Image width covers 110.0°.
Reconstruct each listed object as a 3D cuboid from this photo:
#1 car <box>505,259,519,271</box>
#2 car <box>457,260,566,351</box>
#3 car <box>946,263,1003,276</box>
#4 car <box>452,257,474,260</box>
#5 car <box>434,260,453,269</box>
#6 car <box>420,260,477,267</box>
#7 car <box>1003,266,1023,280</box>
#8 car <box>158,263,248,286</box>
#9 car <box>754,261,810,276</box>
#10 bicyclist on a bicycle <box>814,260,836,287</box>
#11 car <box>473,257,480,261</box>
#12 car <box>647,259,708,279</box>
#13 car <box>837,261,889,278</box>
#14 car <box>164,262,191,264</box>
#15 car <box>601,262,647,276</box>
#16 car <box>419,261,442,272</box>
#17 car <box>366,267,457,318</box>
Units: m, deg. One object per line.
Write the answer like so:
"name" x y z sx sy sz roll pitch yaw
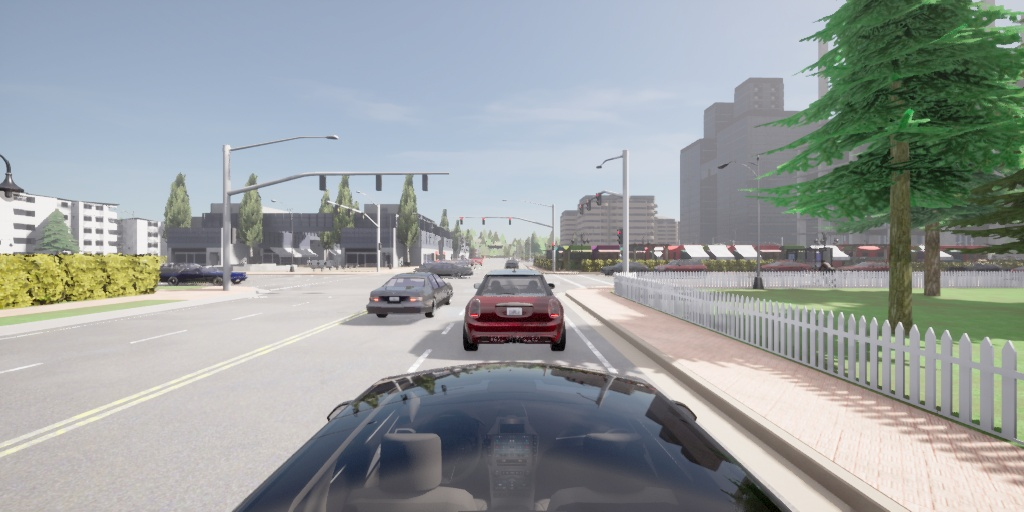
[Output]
"car" 0.025 1.255 51.068 1.837 1.490 4.892 0 0 1
"car" 0.063 1.102 9.140 2.097 1.767 4.553 0 0 0
"car" 47.585 1.358 36.617 4.718 1.301 1.895 0 0 -1
"car" -7.098 1.297 51.454 2.033 1.411 5.357 0 0 0
"car" -10.602 1.297 56.176 2.033 1.411 5.357 0 0 0
"car" -6.158 1.297 32.096 5.357 1.411 2.033 0 0 0
"car" 43.877 1.314 29.449 4.181 1.385 1.994 0 0 -3
"car" -20.883 1.351 24.388 4.718 1.301 1.895 0 0 -1
"car" 27.170 1.227 36.196 5.008 1.535 1.882 0 0 -1
"bicyclist on a bicycle" 18.790 1.052 21.497 0.582 1.620 1.656 0 0 -1
"car" -7.085 1.351 61.036 1.895 1.301 4.718 0 0 0
"car" 15.078 1.104 32.389 4.553 1.767 2.097 0 0 -1
"car" 32.684 1.227 32.829 5.008 1.535 1.882 0 0 -1
"car" -25.393 1.241 27.784 4.902 1.511 2.128 0 0 -2
"car" 11.226 1.276 35.776 4.674 1.442 1.812 0 0 -1
"car" -10.628 1.314 46.933 1.994 1.385 4.181 0 0 1
"car" -3.419 1.297 12.975 2.033 1.411 5.357 0 0 0
